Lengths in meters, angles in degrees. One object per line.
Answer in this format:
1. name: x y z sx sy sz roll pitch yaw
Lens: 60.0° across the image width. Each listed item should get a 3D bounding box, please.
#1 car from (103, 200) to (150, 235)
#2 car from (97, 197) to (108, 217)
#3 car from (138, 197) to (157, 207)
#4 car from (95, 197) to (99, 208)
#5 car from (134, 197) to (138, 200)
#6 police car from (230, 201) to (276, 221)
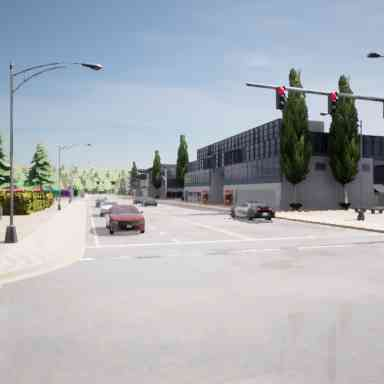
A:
1. car: -3.946 1.478 19.333 1.882 1.535 5.008 0 0 -17
2. car: -7.632 1.526 31.057 1.812 1.442 4.674 0 0 -17
3. car: -6.637 1.564 51.591 1.994 1.385 4.181 0 0 -17
4. car: -12.874 1.493 47.737 2.128 1.511 4.902 0 0 -17
5. car: -9.625 1.564 60.856 1.994 1.385 4.181 0 0 -18
6. police car: 4.723 1.509 27.102 2.038 1.542 4.974 0 0 -18
